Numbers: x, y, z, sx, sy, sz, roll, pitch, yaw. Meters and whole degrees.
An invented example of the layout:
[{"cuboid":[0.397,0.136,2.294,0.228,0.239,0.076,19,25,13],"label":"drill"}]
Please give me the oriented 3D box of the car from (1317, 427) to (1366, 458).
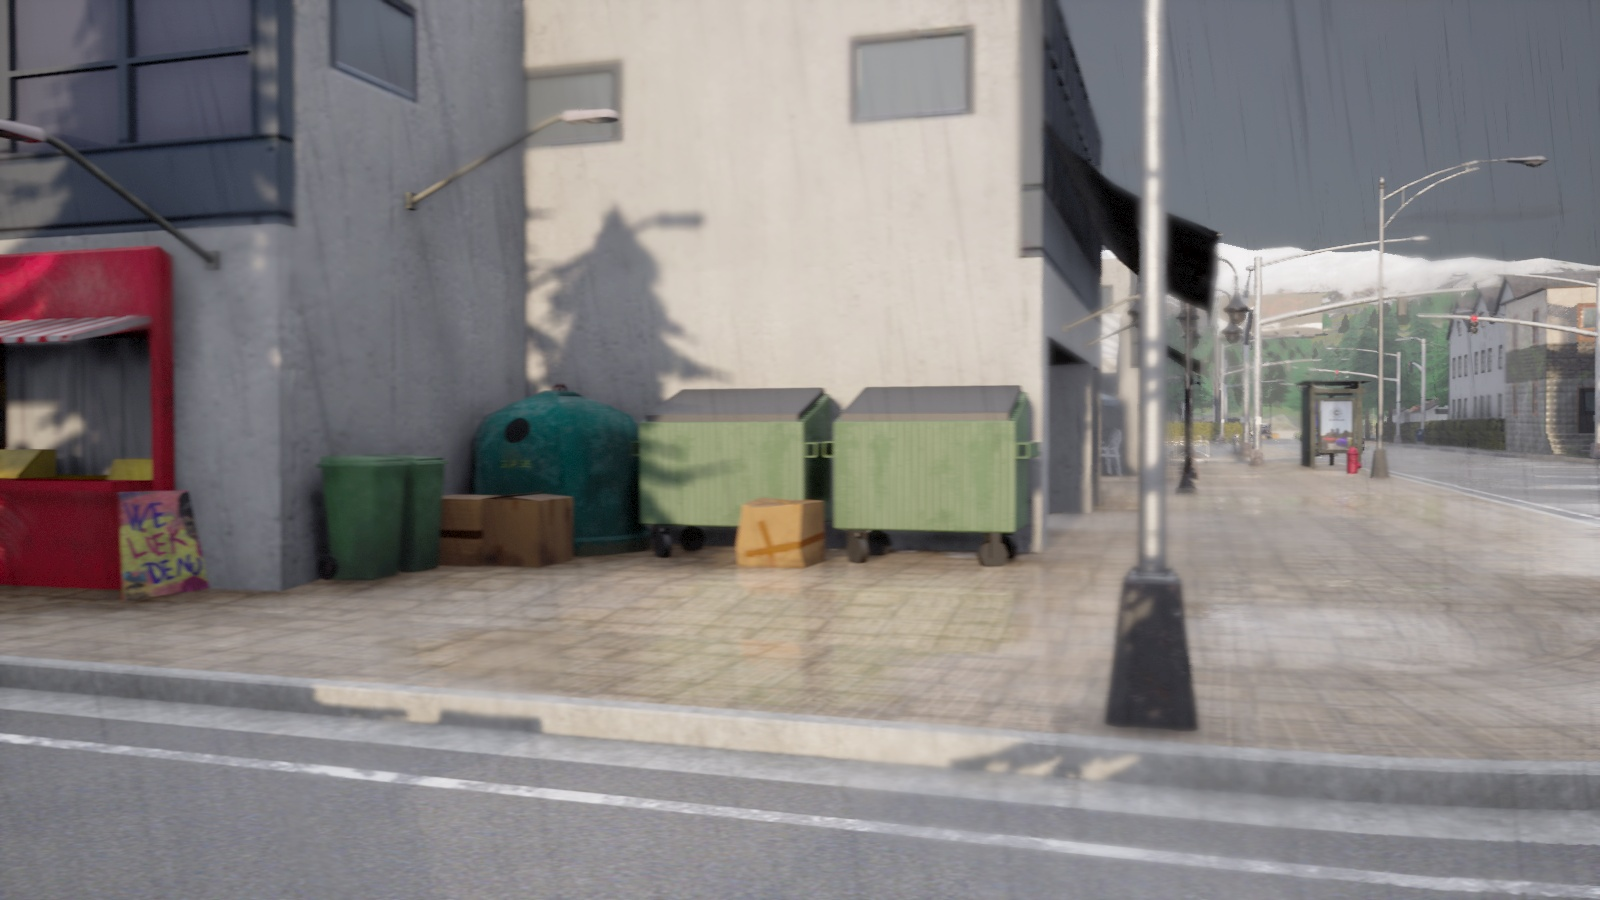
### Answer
[{"cuboid":[30.088,-0.415,69.873,2.033,1.649,4.856,1,1,18],"label":"car"}]
